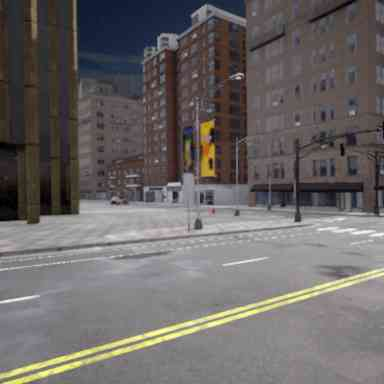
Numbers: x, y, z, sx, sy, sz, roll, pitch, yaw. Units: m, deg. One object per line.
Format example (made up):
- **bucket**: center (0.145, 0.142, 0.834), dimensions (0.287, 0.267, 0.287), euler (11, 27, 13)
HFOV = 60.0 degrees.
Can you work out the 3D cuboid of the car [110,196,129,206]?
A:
- **car**: center (-13.455, 1.591, 61.735), dimensions (2.097, 1.767, 4.553), euler (-1, 0, -35)
